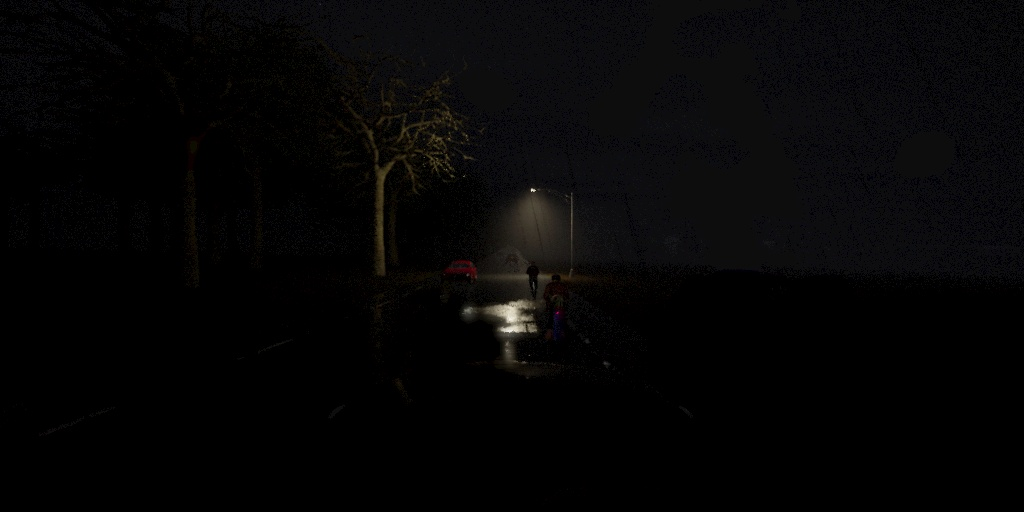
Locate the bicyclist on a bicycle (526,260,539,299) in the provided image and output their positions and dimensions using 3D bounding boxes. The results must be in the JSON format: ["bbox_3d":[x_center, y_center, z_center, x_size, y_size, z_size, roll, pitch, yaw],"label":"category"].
[{"bbox_3d":[0.965,1.074,16.634,0.659,1.776,1.843,0,1,0],"label":"bicyclist on a bicycle"}]

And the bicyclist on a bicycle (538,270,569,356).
[{"bbox_3d":[0.963,1.194,7.693,0.582,1.620,1.656,0,0,0],"label":"bicyclist on a bicycle"}]

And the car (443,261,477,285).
[{"bbox_3d":[-3.598,1.115,25.353,1.882,1.535,5.008,0,1,0],"label":"car"}]
